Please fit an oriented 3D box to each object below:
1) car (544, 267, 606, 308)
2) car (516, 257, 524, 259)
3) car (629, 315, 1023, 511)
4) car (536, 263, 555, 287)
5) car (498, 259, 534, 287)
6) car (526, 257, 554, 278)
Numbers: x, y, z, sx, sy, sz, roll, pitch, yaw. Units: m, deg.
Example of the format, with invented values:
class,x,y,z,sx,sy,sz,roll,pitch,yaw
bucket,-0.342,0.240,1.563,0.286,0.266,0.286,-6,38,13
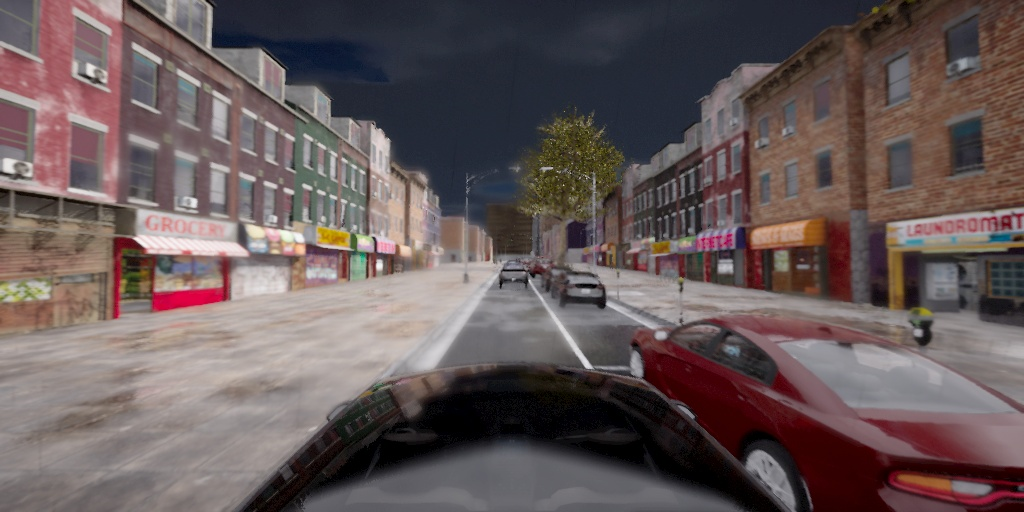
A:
class,x,y,z,sx,sy,sz,roll,pitch,yaw
car,2.638,1.293,14.931,1.948,1.339,4.313,0,0,0
car,0.101,1.173,39.378,1.812,1.442,4.674,0,0,0
car,2.640,1.294,3.818,1.888,1.381,4.507,0,0,0
car,2.637,1.275,20.488,1.948,1.339,4.313,0,0,0
car,0.094,1.189,23.689,2.128,1.511,4.902,0,0,0
car,2.635,0.985,31.595,2.192,1.841,5.009,0,0,0
